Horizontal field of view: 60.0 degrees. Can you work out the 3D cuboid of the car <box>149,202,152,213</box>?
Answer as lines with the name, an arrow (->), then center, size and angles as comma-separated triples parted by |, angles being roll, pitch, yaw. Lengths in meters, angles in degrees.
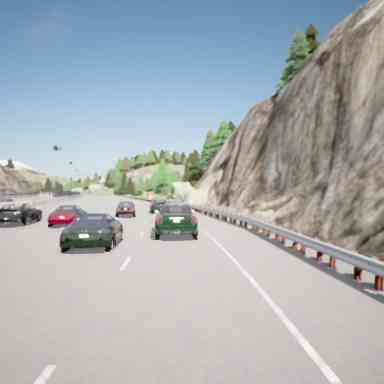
car -> -3.620, 1.521, 36.273 | 2.128, 1.511, 4.902 | 0, 0, -11

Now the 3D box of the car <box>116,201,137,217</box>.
car -> -6.328, 1.580, 31.929 | 2.033, 1.411, 5.357 | 0, 0, -10

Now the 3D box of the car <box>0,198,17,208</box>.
car -> -29.254, 1.639, 52.223 | 2.033, 1.411, 5.357 | 0, 0, -15

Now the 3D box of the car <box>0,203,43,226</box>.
car -> -12.170, 1.531, 23.701 | 2.128, 1.511, 4.902 | 0, 0, -8

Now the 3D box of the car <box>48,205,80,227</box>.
car -> -8.586, 1.596, 23.292 | 1.994, 1.385, 4.181 | 0, 0, -7

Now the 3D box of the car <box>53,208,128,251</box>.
car -> -4.110, 1.581, 14.162 | 1.994, 1.385, 4.181 | 0, 0, -5

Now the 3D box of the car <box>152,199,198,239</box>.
car -> -0.906, 1.364, 17.639 | 2.097, 1.767, 4.553 | 0, 0, -5
